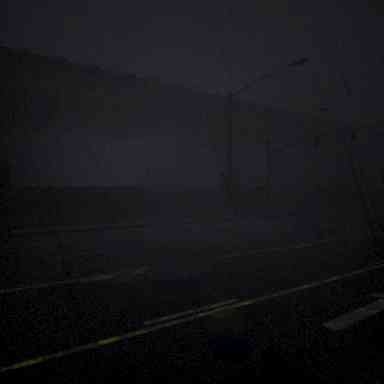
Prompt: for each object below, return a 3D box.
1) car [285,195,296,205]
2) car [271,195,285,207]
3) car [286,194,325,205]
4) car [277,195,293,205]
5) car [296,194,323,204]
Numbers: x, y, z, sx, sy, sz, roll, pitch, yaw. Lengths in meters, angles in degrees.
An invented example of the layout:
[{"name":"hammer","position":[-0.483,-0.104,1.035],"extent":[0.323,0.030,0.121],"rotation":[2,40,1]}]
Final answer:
[{"name":"car","position":[12.603,1.149,45.007],"extent":[2.038,1.542,4.974],"rotation":[0,0,18]},{"name":"car","position":[8.838,1.187,42.351],"extent":[4.974,1.542,2.038],"rotation":[0,0,8]},{"name":"car","position":[16.542,1.105,48.737],"extent":[4.974,1.542,2.038],"rotation":[0,0,-7]},{"name":"car","position":[12.618,0.991,45.056],"extent":[1.853,1.218,4.536],"rotation":[0,0,18]},{"name":"car","position":[16.489,0.947,48.730],"extent":[4.536,1.218,1.853],"rotation":[0,0,-7]}]
